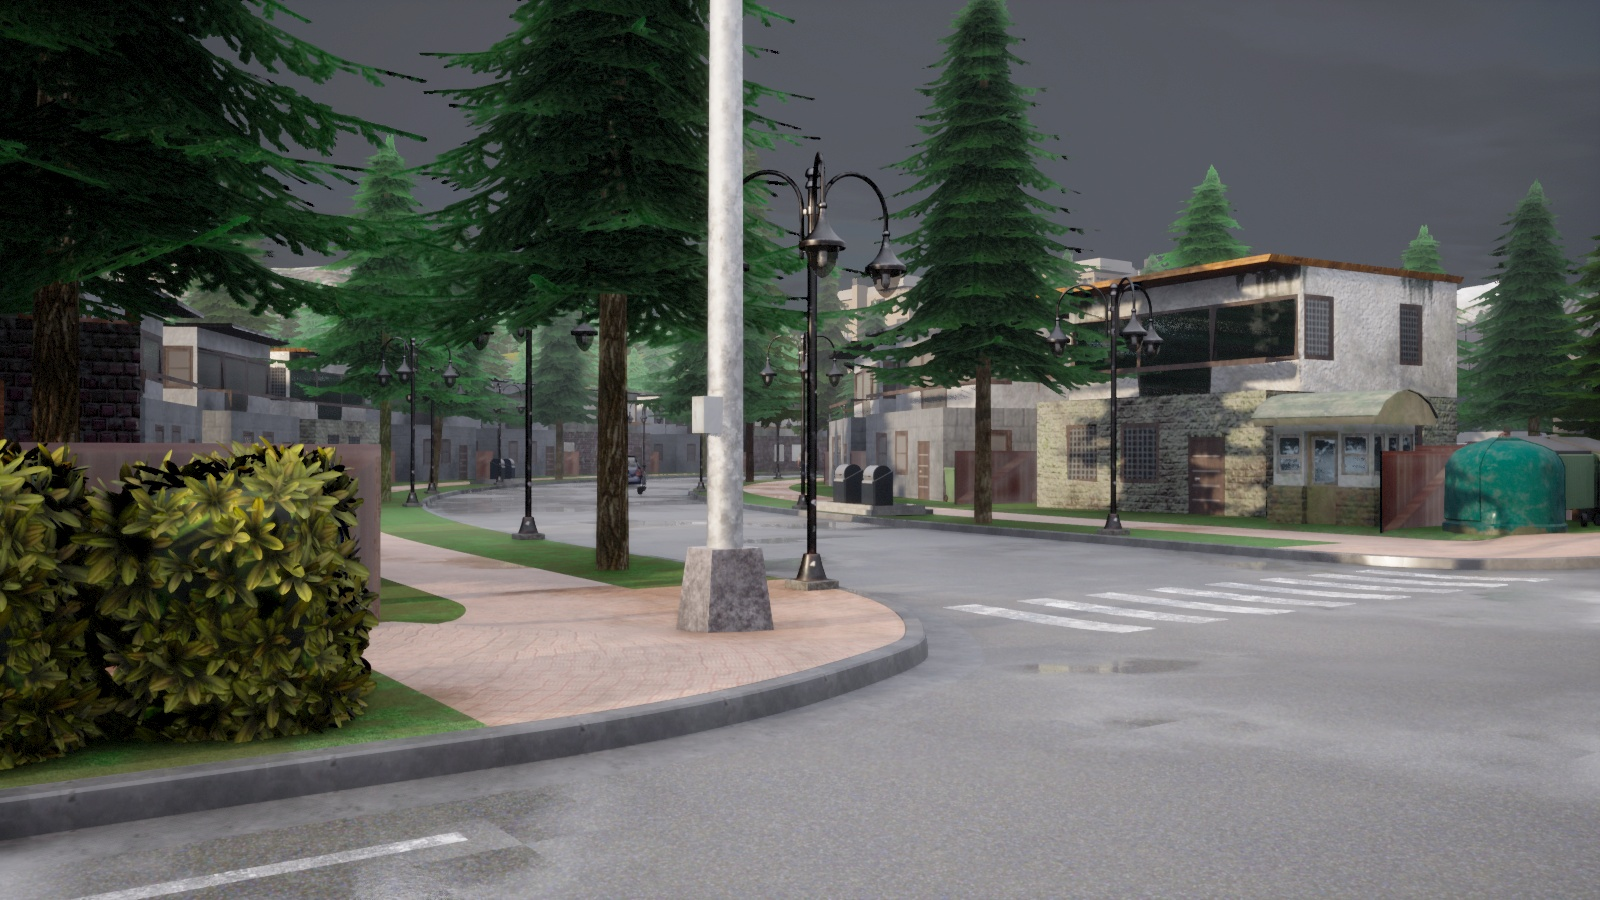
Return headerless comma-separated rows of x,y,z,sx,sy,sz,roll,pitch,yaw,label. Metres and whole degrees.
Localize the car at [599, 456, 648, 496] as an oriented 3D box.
-7.167,1.021,51.284,1.789,1.549,3.705,0,0,-5,car
